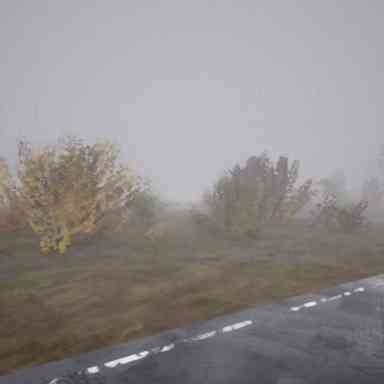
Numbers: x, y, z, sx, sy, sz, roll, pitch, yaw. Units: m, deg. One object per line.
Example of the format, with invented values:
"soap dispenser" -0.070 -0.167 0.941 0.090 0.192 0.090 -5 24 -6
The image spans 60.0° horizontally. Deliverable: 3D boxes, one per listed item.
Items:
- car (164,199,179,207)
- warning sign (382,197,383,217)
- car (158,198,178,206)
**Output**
"car" -4.247 1.854 57.083 2.033 1.411 5.357 1 -1 -33
"warning sign" 19.131 1.457 31.951 1.300 1.860 1.060 1 -1 -33
"car" -4.565 1.917 63.007 1.994 1.385 4.181 1 -1 -33
